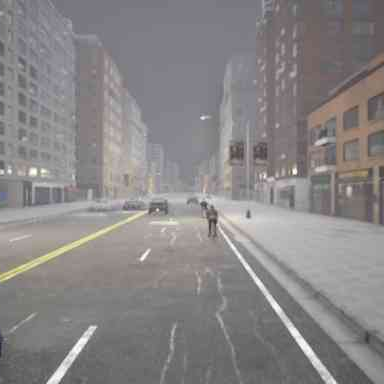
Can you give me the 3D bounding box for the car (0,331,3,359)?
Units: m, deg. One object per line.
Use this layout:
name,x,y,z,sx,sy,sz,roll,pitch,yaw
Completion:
car,-3.151,1.516,2.008,1.812,1.442,4.674,0,0,0

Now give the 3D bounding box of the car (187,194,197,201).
car,-0.008,1.203,74.526,2.128,1.511,4.902,0,0,0

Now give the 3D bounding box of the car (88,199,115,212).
car,-9.840,1.439,36.415,1.895,1.301,4.718,0,0,0

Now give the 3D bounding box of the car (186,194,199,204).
car,0.071,1.263,55.301,1.837,1.490,4.892,0,1,0

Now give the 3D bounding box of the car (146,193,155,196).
car,-9.759,0.916,78.536,1.812,1.442,4.674,0,0,0

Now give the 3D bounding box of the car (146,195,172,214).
car,-3.153,1.359,32.877,1.837,1.490,4.892,0,0,0

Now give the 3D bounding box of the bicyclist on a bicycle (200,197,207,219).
bicyclist on a bicycle,0.889,1.259,24.972,0.659,1.776,1.843,0,0,0

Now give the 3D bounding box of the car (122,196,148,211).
car,-6.584,1.397,37.788,1.994,1.385,4.181,0,0,0

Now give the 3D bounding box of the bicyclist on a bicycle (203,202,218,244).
bicyclist on a bicycle,0.891,1.388,14.434,0.582,1.620,1.656,0,0,0
